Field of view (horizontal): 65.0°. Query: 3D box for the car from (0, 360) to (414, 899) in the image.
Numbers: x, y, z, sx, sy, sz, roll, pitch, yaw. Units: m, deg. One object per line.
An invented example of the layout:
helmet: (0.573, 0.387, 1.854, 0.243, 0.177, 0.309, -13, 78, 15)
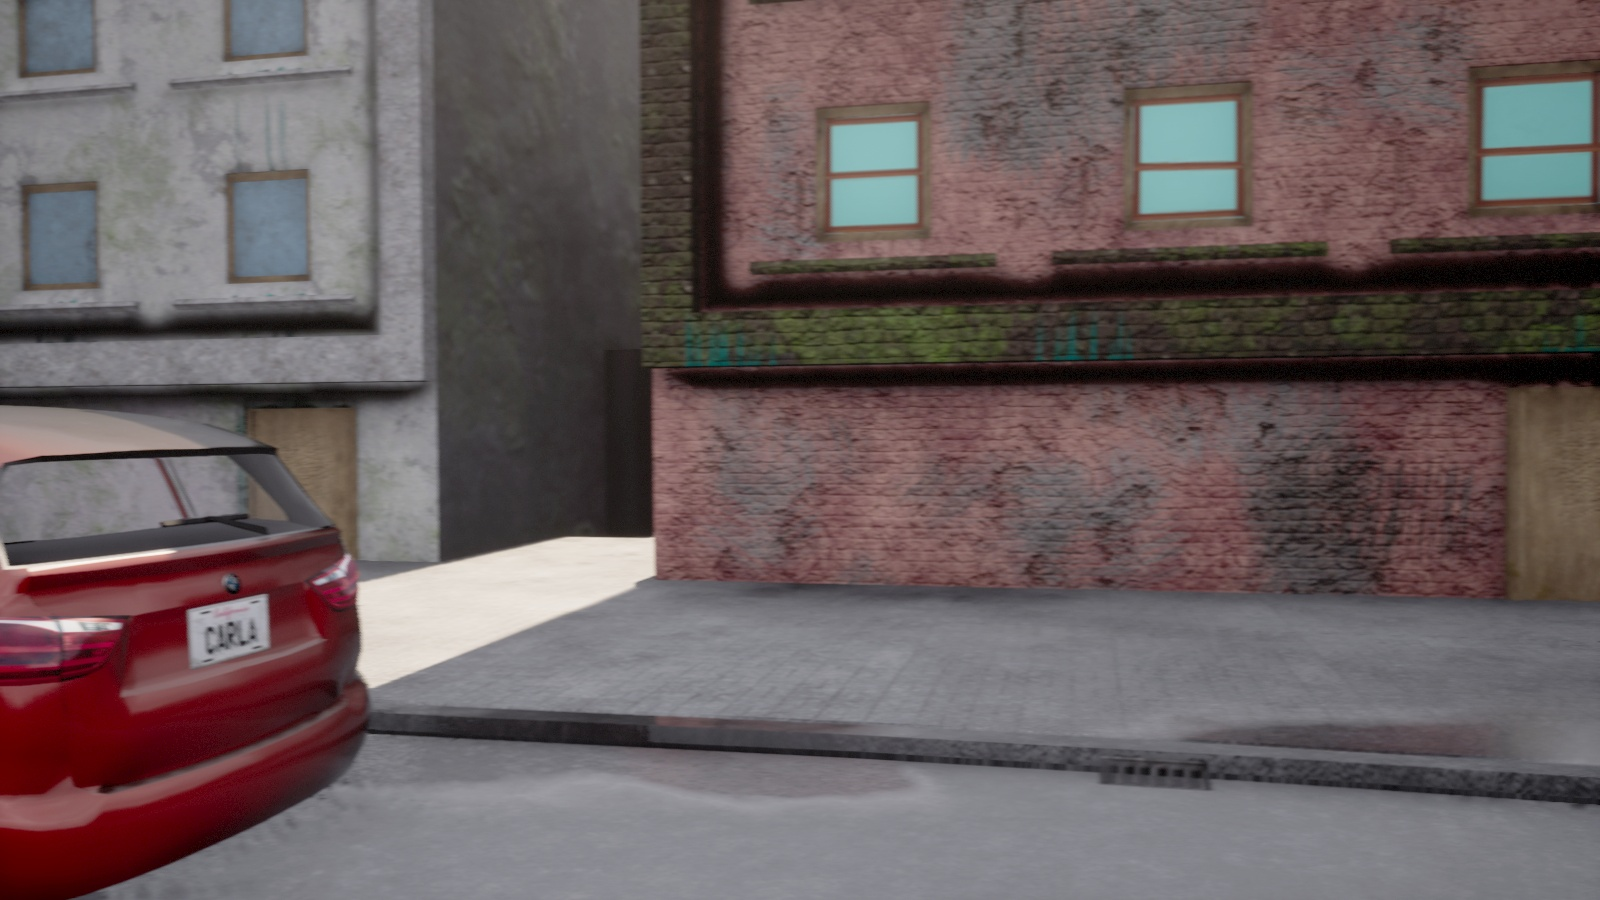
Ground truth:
car: (-4.138, 0.566, 4.751, 4.611, 1.667, 2.242, 0, 1, 13)
